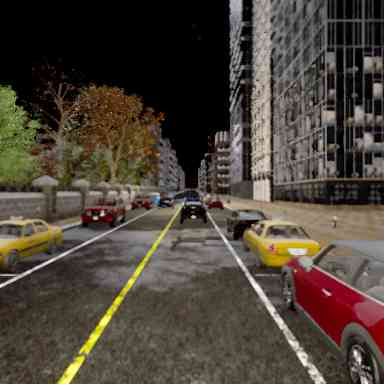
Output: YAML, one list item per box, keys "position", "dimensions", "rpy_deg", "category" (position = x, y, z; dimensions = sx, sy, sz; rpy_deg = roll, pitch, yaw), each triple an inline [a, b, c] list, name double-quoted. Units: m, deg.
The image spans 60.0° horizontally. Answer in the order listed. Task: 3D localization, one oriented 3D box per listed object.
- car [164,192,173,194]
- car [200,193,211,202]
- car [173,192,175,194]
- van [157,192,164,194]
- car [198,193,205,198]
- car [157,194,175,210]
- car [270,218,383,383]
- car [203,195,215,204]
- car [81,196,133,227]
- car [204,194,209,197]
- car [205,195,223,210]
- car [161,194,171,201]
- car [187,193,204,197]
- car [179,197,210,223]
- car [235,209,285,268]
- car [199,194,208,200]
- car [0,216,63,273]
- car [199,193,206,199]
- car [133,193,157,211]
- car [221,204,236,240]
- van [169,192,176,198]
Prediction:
- position: [-5.651, 0.947, 66.460]
  dimensions: [2.192, 1.841, 5.009]
  rpy_deg: [1, 0, 0]
  category: "car"
- position: [2.728, 1.073, 66.417]
  dimensions: [1.967, 1.590, 4.097]
  rpy_deg: [1, 0, 0]
  category: "car"
- position: [-5.644, 1.002, 88.747]
  dimensions: [1.752, 1.417, 4.829]
  rpy_deg: [1, 0, 0]
  category: "car"
- position: [-5.659, 1.077, 49.619]
  dimensions: [1.690, 1.788, 3.998]
  rpy_deg: [1, 0, 0]
  category: "van"
- position: [2.739, 0.980, 94.504]
  dimensions: [1.887, 1.381, 4.507]
  rpy_deg: [1, 0, 0]
  category: "car"
- position: [-3.076, 1.299, 39.414]
  dimensions: [1.837, 1.490, 4.892]
  rpy_deg: [0, 1, 0]
  category: "car"
- position: [2.700, 1.417, 4.982]
  dimensions: [1.967, 1.590, 4.097]
  rpy_deg: [1, 0, 0]
  category: "car"
- position: [2.722, 1.227, 55.352]
  dimensions: [1.752, 1.417, 4.829]
  rpy_deg: [1, 0, 0]
  category: "car"
- position: [-5.671, 1.208, 22.073]
  dimensions: [2.192, 1.841, 5.009]
  rpy_deg: [1, 0, 0]
  category: "car"
- position: [2.718, 1.210, 43.946]
  dimensions: [1.967, 1.590, 4.097]
  rpy_deg: [1, 0, 0]
  category: "car"
- position: [2.714, 1.385, 38.330]
  dimensions: [1.802, 1.307, 4.206]
  rpy_deg: [1, 0, 0]
  category: "car"
- position: [-5.651, 1.139, 72.076]
  dimensions: [1.887, 1.381, 4.507]
  rpy_deg: [1, 0, 0]
  category: "car"
- position: [0.118, 1.138, 41.151]
  dimensions: [2.097, 1.767, 4.553]
  rpy_deg: [0, 0, 0]
  category: "car"
- position: [0.111, 1.386, 24.320]
  dimensions: [1.837, 1.490, 4.892]
  rpy_deg: [0, 0, 0]
  category: "car"
- position: [2.702, 1.475, 10.833]
  dimensions: [1.752, 1.417, 4.829]
  rpy_deg: [1, 0, 0]
  category: "car"
- position: [2.731, 1.101, 77.652]
  dimensions: [1.887, 1.381, 4.507]
  rpy_deg: [1, 0, 0]
  category: "car"
- position: [-5.678, 1.476, 10.539]
  dimensions: [1.752, 1.417, 4.829]
  rpy_deg: [1, 0, 0]
  category: "car"
- position: [2.737, 1.021, 88.887]
  dimensions: [1.887, 1.381, 4.507]
  rpy_deg: [1, 0, 0]
  category: "car"
- position: [-5.664, 1.118, 38.391]
  dimensions: [2.192, 1.841, 5.009]
  rpy_deg: [1, 0, 0]
  category: "car"
- position: [2.704, 1.488, 16.343]
  dimensions: [1.947, 1.339, 4.313]
  rpy_deg: [1, 0, 0]
  category: "car"
- position: [-5.639, 0.776, 94.529]
  dimensions: [1.690, 1.788, 3.998]
  rpy_deg: [1, 0, 0]
  category: "van"
